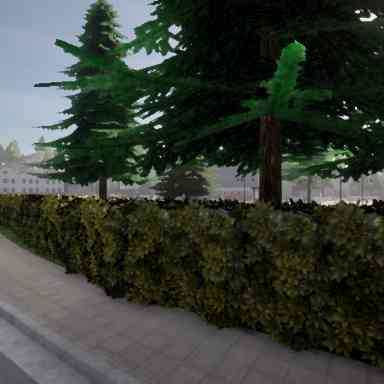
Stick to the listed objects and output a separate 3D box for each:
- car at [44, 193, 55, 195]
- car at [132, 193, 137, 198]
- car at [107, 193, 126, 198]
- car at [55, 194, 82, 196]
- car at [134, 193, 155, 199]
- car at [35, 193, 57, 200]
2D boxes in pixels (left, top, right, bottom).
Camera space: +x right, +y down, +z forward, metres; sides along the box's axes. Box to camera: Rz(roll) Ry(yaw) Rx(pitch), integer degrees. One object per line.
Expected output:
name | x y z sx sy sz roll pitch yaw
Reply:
car | -29.650 1.298 72.179 4.514 1.523 2.007 0 0 -36
car | -10.889 1.097 77.775 4.605 1.855 1.932 0 0 -36
car | -20.372 1.154 90.295 5.027 1.636 2.152 0 0 -36
car | -23.862 1.320 64.033 3.633 1.501 1.845 0 0 -36
car | -7.941 1.384 60.690 3.806 1.475 1.970 0 0 -36
car | -36.329 1.097 82.718 4.605 1.855 1.932 0 0 -36
